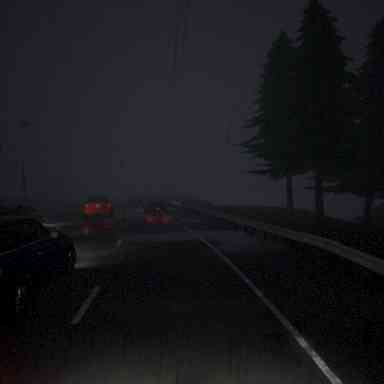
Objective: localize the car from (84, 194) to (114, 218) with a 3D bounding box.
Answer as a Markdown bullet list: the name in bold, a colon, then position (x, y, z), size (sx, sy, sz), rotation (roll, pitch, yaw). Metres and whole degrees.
- **car**: position (-7.369, 1.046, 26.612), size (2.097, 1.767, 4.553), rotation (0, 1, -12)

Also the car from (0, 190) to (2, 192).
- **car**: position (-30.351, 0.742, 50.157), size (2.150, 2.045, 5.566), rotation (0, 1, -11)

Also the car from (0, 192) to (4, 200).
- **car**: position (-13.733, 1.133, 22.819), size (2.097, 1.767, 4.553), rotation (0, 1, -11)

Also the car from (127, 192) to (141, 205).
- **car**: position (-7.672, 1.017, 45.259), size (1.994, 1.385, 4.181), rotation (0, 1, -12)

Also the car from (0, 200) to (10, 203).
- **car**: position (-9.034, 1.333, 17.050), size (1.837, 1.490, 4.892), rotation (0, 1, -10)

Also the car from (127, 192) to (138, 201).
- **car**: position (-10.636, 0.813, 59.324), size (1.812, 1.442, 4.674), rotation (0, 1, -12)

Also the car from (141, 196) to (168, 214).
- **car**: position (-3.317, 1.153, 29.968), size (1.812, 1.442, 4.674), rotation (0, 1, -12)

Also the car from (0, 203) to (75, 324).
- **car**: position (-4.053, 1.281, 7.096), size (2.097, 1.767, 4.553), rotation (0, 1, -5)
